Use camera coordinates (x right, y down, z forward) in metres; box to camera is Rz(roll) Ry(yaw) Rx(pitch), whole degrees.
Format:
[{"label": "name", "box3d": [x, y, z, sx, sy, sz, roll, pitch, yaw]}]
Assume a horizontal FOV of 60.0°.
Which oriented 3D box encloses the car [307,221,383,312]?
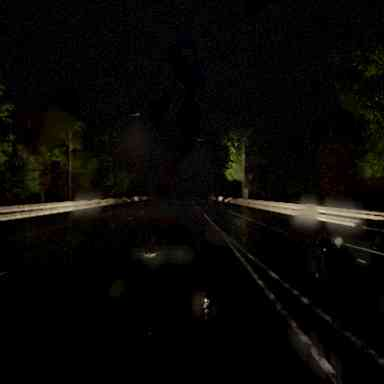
[{"label": "car", "box3d": [4.164, 1.371, 6.890, 2.097, 1.767, 4.553, 0, 0, -4]}]
